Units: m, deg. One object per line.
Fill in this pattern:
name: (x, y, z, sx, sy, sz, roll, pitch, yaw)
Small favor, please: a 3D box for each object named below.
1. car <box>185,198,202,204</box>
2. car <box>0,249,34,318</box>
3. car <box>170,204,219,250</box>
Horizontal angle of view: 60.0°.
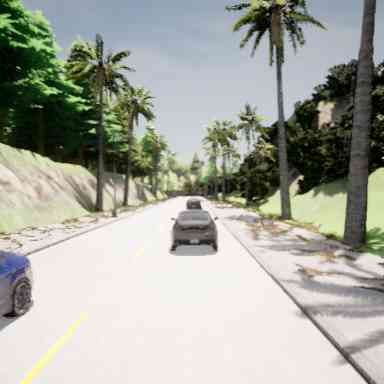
car: (0.198, 1.480, 40.474, 1.882, 1.535, 5.008, -1, 0, 0)
car: (-4.012, 1.566, 4.804, 1.812, 1.442, 4.674, -1, 0, 0)
car: (0.100, 1.507, 14.382, 1.837, 1.490, 4.892, -1, 0, 0)
